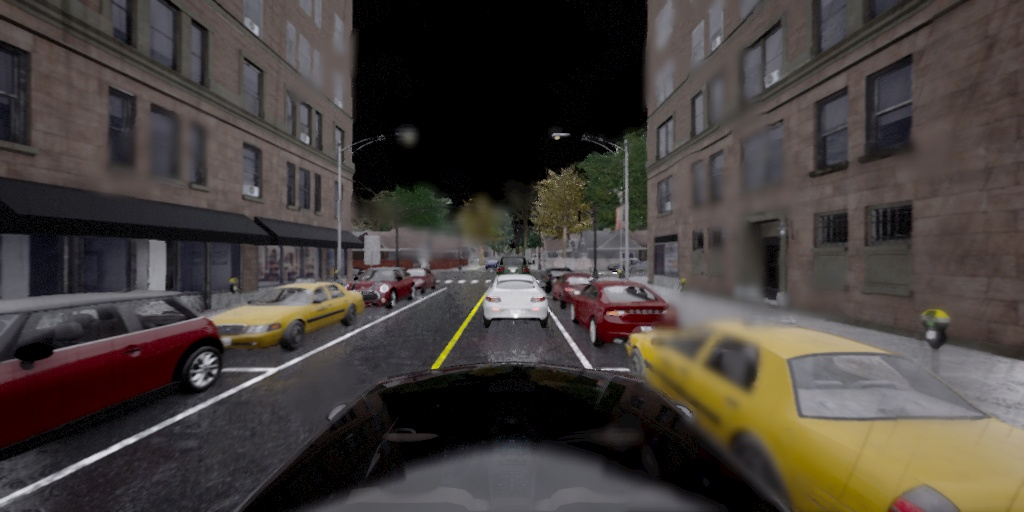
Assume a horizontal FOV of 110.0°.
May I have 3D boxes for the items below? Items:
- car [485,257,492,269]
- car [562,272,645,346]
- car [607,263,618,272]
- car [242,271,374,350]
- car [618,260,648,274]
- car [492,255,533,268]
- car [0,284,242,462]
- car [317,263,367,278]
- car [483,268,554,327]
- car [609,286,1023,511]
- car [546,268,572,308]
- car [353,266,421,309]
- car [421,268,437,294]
[{"bbox_3d":[-3.087,1.281,56.101,1.882,1.535,5.008,0,0,0],"label":"car"},{"bbox_3d":[2.636,1.299,9.272,1.888,1.381,4.507,0,0,0],"label":"car"},{"bbox_3d":[13.971,1.187,43.272,4.892,1.490,1.837,0,0,1],"label":"car"},{"bbox_3d":[-5.389,1.279,9.098,1.751,1.417,4.829,0,0,0],"label":"car"},{"bbox_3d":[14.475,1.242,40.031,4.181,1.385,1.994,0,0,0],"label":"car"},{"bbox_3d":[0.189,0.984,24.051,2.150,2.045,5.566,0,0,3],"label":"car"},{"bbox_3d":[-5.388,1.190,3.750,1.967,1.591,4.097,0,0,0],"label":"car"},{"bbox_3d":[-17.312,1.430,36.593,4.181,1.385,1.994,0,0,0],"label":"car"},{"bbox_3d":[0.098,1.281,11.468,1.812,1.442,4.674,0,0,0],"label":"car"},{"bbox_3d":[2.637,1.276,3.924,1.751,1.417,4.829,0,0,0],"label":"car"},{"bbox_3d":[2.635,1.339,14.790,1.802,1.307,4.207,0,0,0],"label":"car"},{"bbox_3d":[-5.390,1.197,14.787,1.967,1.591,4.097,0,0,0],"label":"car"},{"bbox_3d":[-5.391,1.342,20.306,1.802,1.307,4.207,0,0,0],"label":"car"}]
